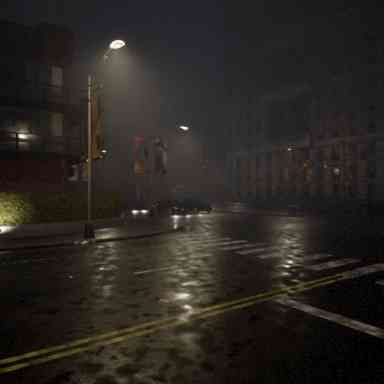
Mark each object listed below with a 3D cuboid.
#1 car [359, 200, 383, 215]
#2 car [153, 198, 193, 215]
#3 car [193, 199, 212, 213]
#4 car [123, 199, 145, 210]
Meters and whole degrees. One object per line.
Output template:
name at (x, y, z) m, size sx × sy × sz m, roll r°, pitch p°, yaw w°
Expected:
car at (18.478, 1.477, 31.489) m, size 1.882 × 1.535 × 5.008 m, roll 0°, pitch 0°, yaw -35°
car at (-2.295, 1.505, 34.663) m, size 1.837 × 1.490 × 4.892 m, roll 0°, pitch 0°, yaw -35°
car at (0.228, 1.478, 37.165) m, size 1.882 × 1.535 × 5.008 m, roll 0°, pitch 0°, yaw -35°
car at (-7.570, 1.564, 42.251) m, size 1.994 × 1.385 × 4.181 m, roll 0°, pitch 0°, yaw -35°
